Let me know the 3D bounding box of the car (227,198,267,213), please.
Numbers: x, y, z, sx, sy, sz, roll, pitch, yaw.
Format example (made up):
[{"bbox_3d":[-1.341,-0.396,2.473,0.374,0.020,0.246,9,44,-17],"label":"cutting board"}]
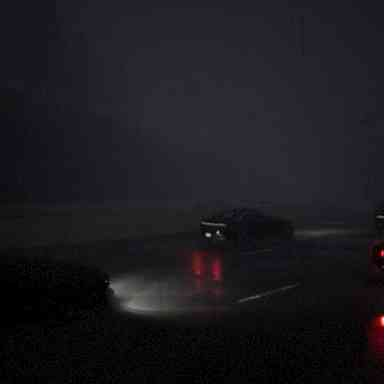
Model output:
[{"bbox_3d":[6.202,1.448,37.082,1.882,1.535,5.008,0,0,45],"label":"car"}]

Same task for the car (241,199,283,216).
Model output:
[{"bbox_3d":[7.030,1.495,32.994,4.674,1.442,1.812,0,0,-44],"label":"car"}]

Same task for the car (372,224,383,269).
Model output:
[{"bbox_3d":[6.975,1.580,9.283,4.718,1.301,1.895,0,0,-39],"label":"car"}]

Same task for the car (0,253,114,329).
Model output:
[{"bbox_3d":[-4.048,1.557,5.220,5.357,1.411,2.033,0,0,-36],"label":"car"}]

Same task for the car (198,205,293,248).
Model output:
[{"bbox_3d":[2.520,1.480,14.711,4.902,1.511,2.128,0,0,-39],"label":"car"}]

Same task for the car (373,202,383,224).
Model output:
[{"bbox_3d":[11.433,1.455,17.719,4.902,1.511,2.128,0,0,-41],"label":"car"}]

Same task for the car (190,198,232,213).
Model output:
[{"bbox_3d":[2.258,1.458,38.122,5.008,1.535,1.882,0,0,-44],"label":"car"}]
